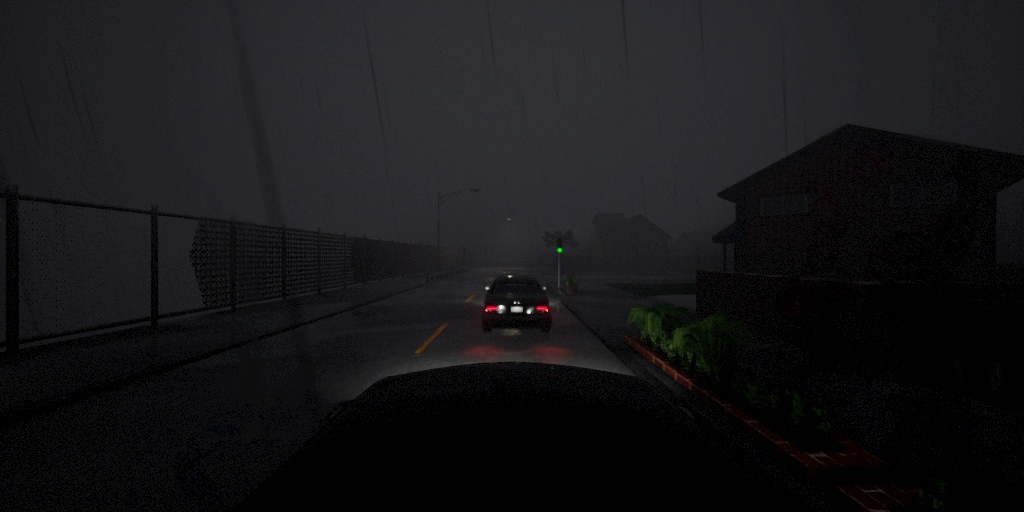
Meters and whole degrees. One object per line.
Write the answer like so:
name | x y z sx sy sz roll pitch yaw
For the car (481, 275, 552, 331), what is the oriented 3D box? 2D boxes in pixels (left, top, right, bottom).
car | 0.117 1.298 10.924 2.033 1.411 5.357 0 0 0
